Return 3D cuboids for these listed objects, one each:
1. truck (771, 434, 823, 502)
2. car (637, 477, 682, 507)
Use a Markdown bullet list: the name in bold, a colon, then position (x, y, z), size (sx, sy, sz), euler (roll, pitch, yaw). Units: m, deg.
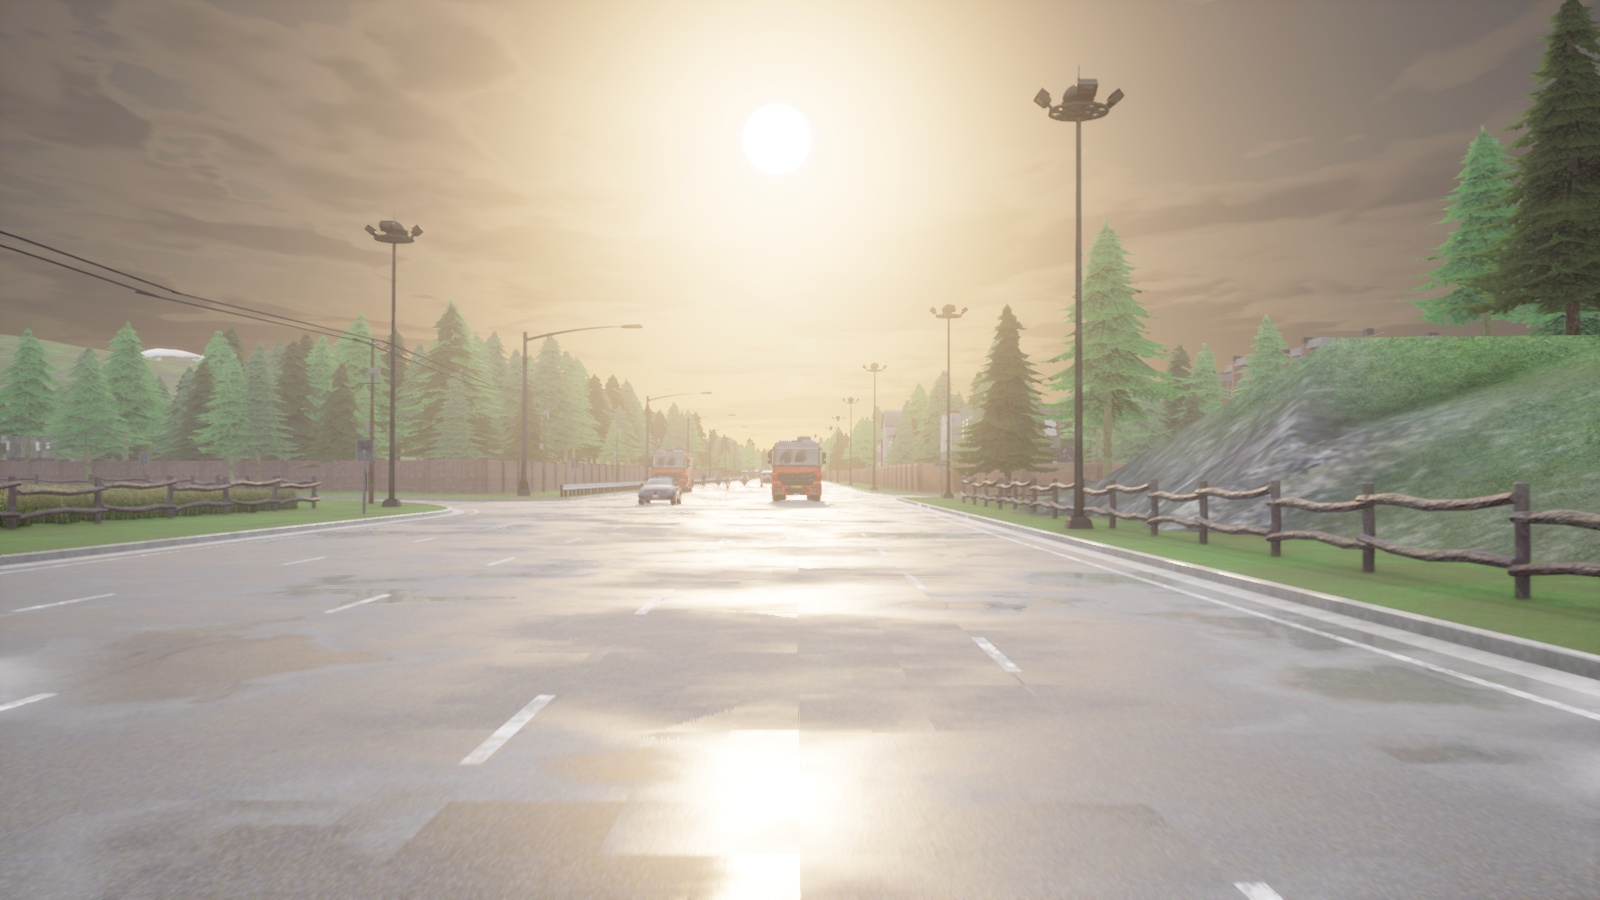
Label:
- **truck**: position (-0.189, 1.107, 74.845), size (2.891, 3.827, 8.468), euler (0, -1, 0)
- **car**: position (-7.159, 2.123, 64.436), size (1.812, 1.442, 4.674), euler (0, -1, 0)
